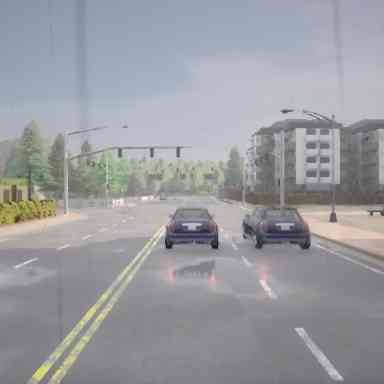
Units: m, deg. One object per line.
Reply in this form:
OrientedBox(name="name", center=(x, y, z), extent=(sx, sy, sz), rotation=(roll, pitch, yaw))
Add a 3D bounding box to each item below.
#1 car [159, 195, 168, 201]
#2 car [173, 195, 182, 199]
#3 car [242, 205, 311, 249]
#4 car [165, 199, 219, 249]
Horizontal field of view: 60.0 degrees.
OrientedBox(name="car", center=(-7.000, 1.495, 81.273), extent=(1.812, 1.442, 4.674), rotation=(0, 0, 0))
OrientedBox(name="car", center=(-3.500, 1.449, 81.275), extent=(1.882, 1.535, 5.008), rotation=(0, 0, 0))
OrientedBox(name="car", center=(3.500, 1.365, 14.620), extent=(2.097, 1.767, 4.553), rotation=(0, 0, 0))
OrientedBox(name="car", center=(0.000, 1.365, 14.620), extent=(2.097, 1.767, 4.553), rotation=(0, 0, 0))
